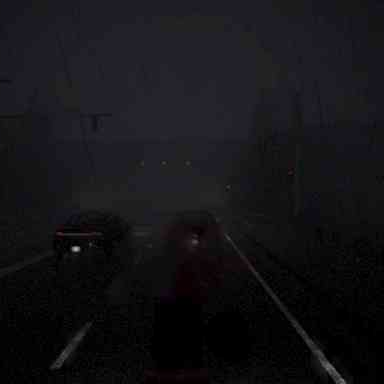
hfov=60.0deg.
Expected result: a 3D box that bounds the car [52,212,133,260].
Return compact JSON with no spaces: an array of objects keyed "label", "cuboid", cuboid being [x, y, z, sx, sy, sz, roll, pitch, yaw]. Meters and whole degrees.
[{"label":"car","cuboid":[-3.423,1.472,12.259,2.128,1.511,4.902,0,0,0]}]

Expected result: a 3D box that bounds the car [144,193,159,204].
[{"label":"car","cuboid":[-7.605,1.410,60.470,1.837,1.490,4.892,0,0,1]}]

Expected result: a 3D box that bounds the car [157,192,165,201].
[{"label":"car","cuboid":[-7.458,1.102,76.621,2.150,2.045,5.566,0,0,0]}]

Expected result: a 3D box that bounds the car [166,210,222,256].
[{"label":"car","cuboid":[0.078,1.457,13.043,1.882,1.535,5.008,0,0,0]}]
